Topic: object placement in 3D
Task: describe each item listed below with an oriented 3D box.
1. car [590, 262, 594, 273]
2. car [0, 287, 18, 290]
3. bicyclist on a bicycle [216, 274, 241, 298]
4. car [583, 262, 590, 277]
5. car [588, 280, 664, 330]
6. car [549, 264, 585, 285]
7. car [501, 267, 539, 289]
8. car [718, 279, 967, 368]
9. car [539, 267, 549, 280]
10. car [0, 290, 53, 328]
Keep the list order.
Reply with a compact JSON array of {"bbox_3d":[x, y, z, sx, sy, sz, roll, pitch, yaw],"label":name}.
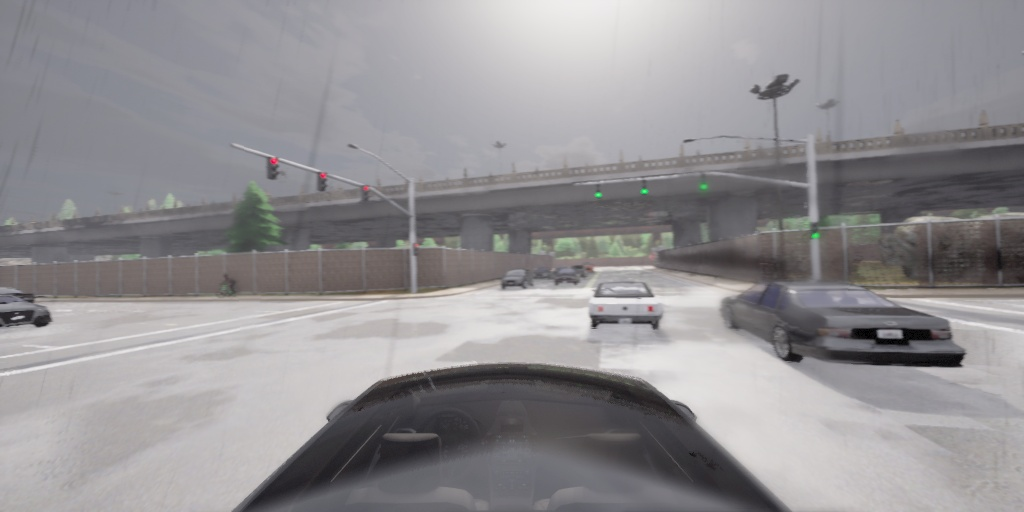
[{"bbox_3d":[11.989,1.745,57.266,2.097,1.767,4.553,-2,-1,15],"label":"car"},{"bbox_3d":[-29.236,2.488,19.966,5.008,1.535,1.882,-2,-1,15],"label":"car"},{"bbox_3d":[-19.704,2.089,24.942,0.582,1.620,1.656,-2,-1,15],"label":"bicyclist on a bicycle"},{"bbox_3d":[7.366,1.737,40.195,1.837,1.490,4.892,-2,-1,15],"label":"car"},{"bbox_3d":[3.460,1.399,11.310,1.895,1.301,4.718,-2,-1,15],"label":"car"},{"bbox_3d":[4.807,1.687,30.642,2.033,1.411,5.357,-2,-1,15],"label":"car"},{"bbox_3d":[0.524,1.741,28.179,1.837,1.490,4.892,-2,-1,15],"label":"car"},{"bbox_3d":[6.082,1.190,7.586,2.033,1.411,5.357,-2,-1,15],"label":"car"},{"bbox_3d":[3.287,1.897,38.492,1.994,1.385,4.181,-2,-1,15],"label":"car"},{"bbox_3d":[-20.020,2.155,13.651,4.181,1.385,1.994,-2,-1,15],"label":"car"}]
